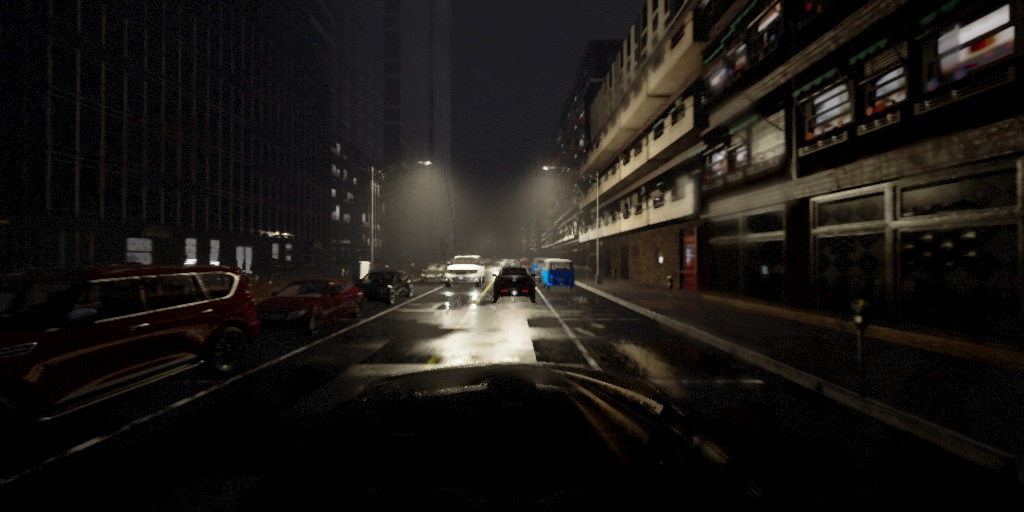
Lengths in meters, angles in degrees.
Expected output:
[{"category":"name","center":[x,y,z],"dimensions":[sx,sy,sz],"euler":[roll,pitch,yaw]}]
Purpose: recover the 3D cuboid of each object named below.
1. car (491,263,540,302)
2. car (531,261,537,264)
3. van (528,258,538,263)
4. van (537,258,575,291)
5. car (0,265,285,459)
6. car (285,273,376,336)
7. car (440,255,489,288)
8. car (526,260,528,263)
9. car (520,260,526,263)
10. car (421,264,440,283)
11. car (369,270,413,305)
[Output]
[{"category":"car","center":[0.099,1.241,16.901],"dimensions":[1.837,1.490,4.892],"euler":[0,0,0]},{"category":"car","center":[2.689,1.275,27.278],"dimensions":[2.007,1.370,4.403],"euler":[0,0,0]},{"category":"van","center":[2.689,1.059,32.924],"dimensions":[1.690,1.789,3.998],"euler":[0,0,0]},{"category":"van","center":[2.690,1.072,21.630],"dimensions":[1.690,1.789,3.998],"euler":[0,0,0]},{"category":"car","center":[-5.689,1.063,4.666],"dimensions":[2.192,1.841,5.009],"euler":[0,0,0]},{"category":"car","center":[-5.690,1.325,10.312],"dimensions":[1.802,1.307,4.207],"euler":[0,0,0]},{"category":"car","center":[-3.022,0.954,24.102],"dimensions":[2.150,2.045,5.566],"euler":[0,0,0]},{"category":"car","center":[2.688,1.292,38.570],"dimensions":[1.802,1.307,4.207],"euler":[0,0,0]},{"category":"car","center":[0.097,1.314,35.971],"dimensions":[1.895,1.301,4.718],"euler":[0,0,0]},{"category":"car","center":[-5.692,1.275,27.251],"dimensions":[2.007,1.370,4.403],"euler":[0,0,0]},{"category":"car","center":[-5.691,1.303,15.959],"dimensions":[1.948,1.339,4.313],"euler":[0,0,0]}]
